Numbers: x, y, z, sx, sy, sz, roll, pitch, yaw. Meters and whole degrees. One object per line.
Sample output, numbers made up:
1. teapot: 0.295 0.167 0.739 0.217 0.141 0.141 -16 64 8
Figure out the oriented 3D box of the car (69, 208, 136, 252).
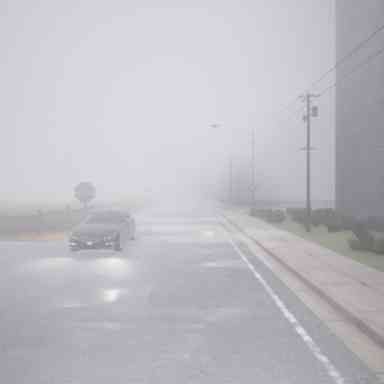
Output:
1. car: -3.507 1.471 13.792 1.837 1.490 4.892 0 1 0
